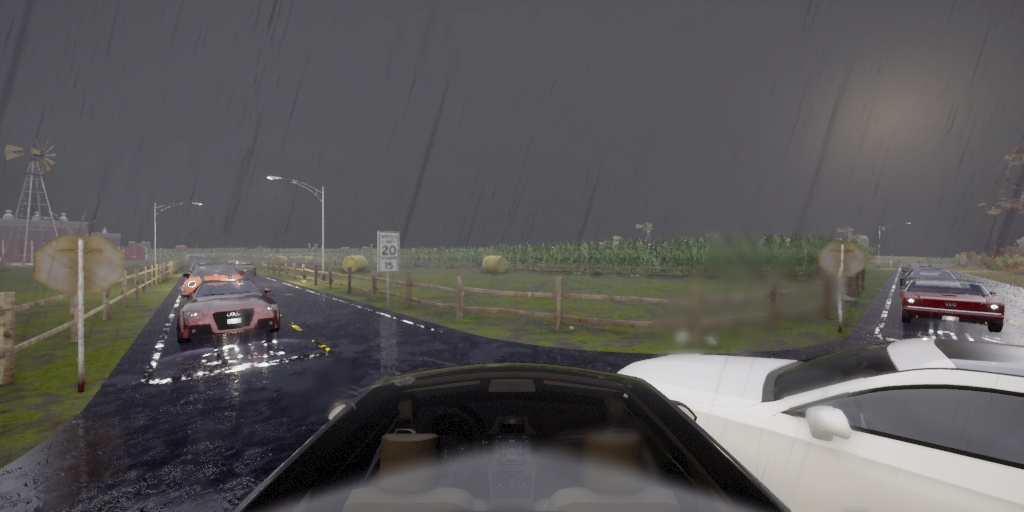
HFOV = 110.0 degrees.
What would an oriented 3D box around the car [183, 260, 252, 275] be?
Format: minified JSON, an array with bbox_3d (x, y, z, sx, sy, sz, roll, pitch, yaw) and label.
[{"bbox_3d":[-13.613,1.133,16.461,2.097,1.767,4.553,0,0,-41],"label":"car"}]

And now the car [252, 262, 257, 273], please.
[{"bbox_3d":[-26.753,1.266,35.776,2.128,1.511,4.902,0,0,-41],"label":"car"}]

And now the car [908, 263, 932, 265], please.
[{"bbox_3d":[27.504,1.383,24.004,4.181,1.385,1.994,0,1,-42],"label":"car"}]

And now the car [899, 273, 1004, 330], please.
[{"bbox_3d":[13.589,1.390,11.276,4.718,1.301,1.895,0,1,-43],"label":"car"}]

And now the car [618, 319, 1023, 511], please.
[{"bbox_3d":[2.851,1.293,2.283,1.812,1.442,4.674,0,1,-44],"label":"car"}]

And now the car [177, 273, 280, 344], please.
[{"bbox_3d":[-7.879,1.351,9.940,1.994,1.385,4.181,0,0,-42],"label":"car"}]

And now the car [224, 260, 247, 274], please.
[{"bbox_3d":[-33.425,1.283,43.277,1.837,1.490,4.892,0,0,-41],"label":"car"}]

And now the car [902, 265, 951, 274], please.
[{"bbox_3d":[20.709,1.350,17.793,5.357,1.411,2.033,0,1,-42],"label":"car"}]
